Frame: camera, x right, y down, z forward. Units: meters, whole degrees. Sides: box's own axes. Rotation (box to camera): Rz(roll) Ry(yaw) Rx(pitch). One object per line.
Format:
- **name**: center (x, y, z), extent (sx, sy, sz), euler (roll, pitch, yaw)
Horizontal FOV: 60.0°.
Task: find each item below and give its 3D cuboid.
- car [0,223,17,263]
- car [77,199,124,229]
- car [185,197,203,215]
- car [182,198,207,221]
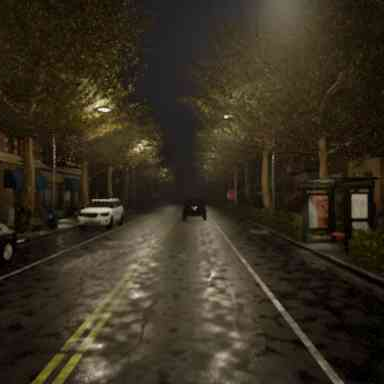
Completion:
- **car**: center (-7.096, 1.599, 9.831), extent (2.231, 1.521, 4.892), euler (0, -1, 0)
- **car**: center (-6.451, 1.518, 24.197), extent (2.435, 2.045, 5.566), euler (0, -1, 0)
- **car**: center (0.276, 1.736, 42.751), extent (2.150, 2.045, 5.566), euler (0, 0, 0)
- **car**: center (0.236, 1.600, 31.535), extent (2.150, 2.045, 5.566), euler (0, -1, 0)
